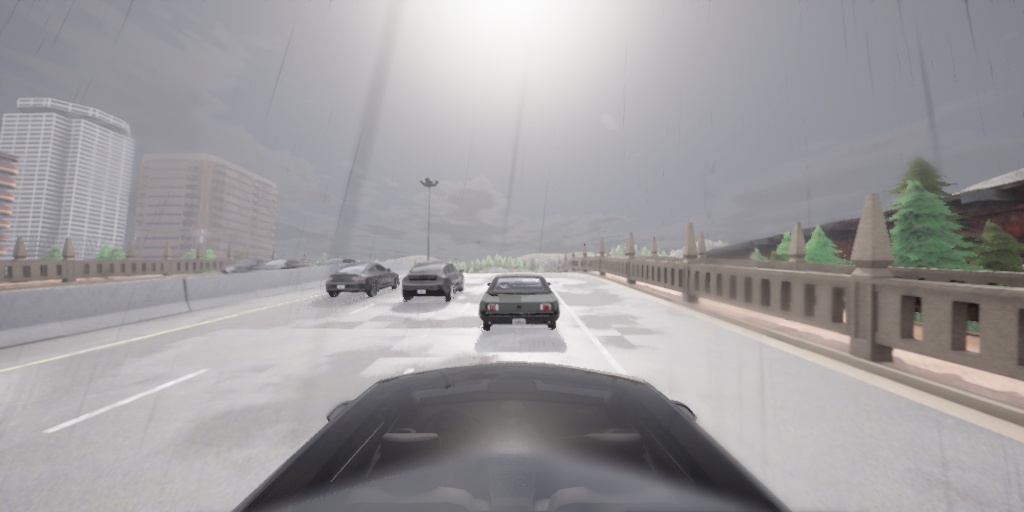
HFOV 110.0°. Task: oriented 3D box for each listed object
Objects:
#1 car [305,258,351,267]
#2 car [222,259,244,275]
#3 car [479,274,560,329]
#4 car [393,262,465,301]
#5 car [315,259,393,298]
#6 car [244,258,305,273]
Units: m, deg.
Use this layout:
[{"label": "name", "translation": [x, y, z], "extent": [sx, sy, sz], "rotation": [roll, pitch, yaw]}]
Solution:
[{"label": "car", "translation": [-13.658, 0.887, 28.086], "extent": [1.837, 1.490, 4.892], "rotation": [0, -1, 1]}, {"label": "car", "translation": [-20.644, 0.924, 28.729], "extent": [2.128, 1.511, 4.902], "rotation": [0, -1, 1]}, {"label": "car", "translation": [0.203, 1.161, 10.405], "extent": [1.895, 1.301, 4.718], "rotation": [0, 1, 1]}, {"label": "car", "translation": [-3.222, 0.983, 15.325], "extent": [1.837, 1.490, 4.892], "rotation": [0, 1, 1]}, {"label": "car", "translation": [-6.705, 1.003, 16.421], "extent": [1.812, 1.442, 4.674], "rotation": [0, 1, 1]}, {"label": "car", "translation": [-17.189, 0.922, 26.820], "extent": [1.812, 1.442, 4.674], "rotation": [0, 0, 1]}]
